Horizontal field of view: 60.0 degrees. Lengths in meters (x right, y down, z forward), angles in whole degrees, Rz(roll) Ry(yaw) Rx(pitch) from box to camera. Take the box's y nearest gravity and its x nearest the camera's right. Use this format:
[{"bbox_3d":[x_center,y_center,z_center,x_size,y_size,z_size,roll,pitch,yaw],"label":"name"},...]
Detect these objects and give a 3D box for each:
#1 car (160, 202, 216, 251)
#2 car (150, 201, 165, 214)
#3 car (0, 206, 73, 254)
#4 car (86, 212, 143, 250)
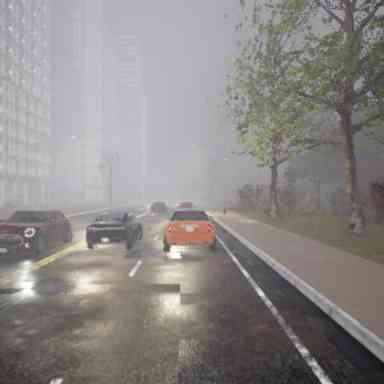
[{"bbox_3d":[-0.125,1.492,15.092,2.097,1.767,4.553,0,-1,-1],"label":"car"},{"bbox_3d":[-3.956,1.859,40.552,1.882,1.535,5.008,0,0,-1],"label":"car"},{"bbox_3d":[-6.745,1.498,14.022,2.097,1.767,4.553,0,-1,-1],"label":"car"},{"bbox_3d":[-3.374,1.640,15.170,2.128,1.511,4.902,0,0,-1],"label":"car"}]
